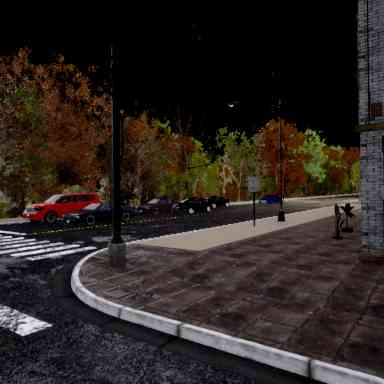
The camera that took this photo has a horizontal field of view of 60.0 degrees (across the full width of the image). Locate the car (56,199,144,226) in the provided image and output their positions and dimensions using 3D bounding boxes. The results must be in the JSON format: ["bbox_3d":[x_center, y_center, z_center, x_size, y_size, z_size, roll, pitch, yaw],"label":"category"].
[{"bbox_3d":[-6.104,1.402,22.711,2.033,1.411,5.357,-1,0,36],"label":"car"}]

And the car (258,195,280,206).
[{"bbox_3d":[10.733,1.089,45.547,1.812,1.442,4.674,-1,0,37],"label":"car"}]

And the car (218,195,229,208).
[{"bbox_3d":[2.745,1.203,40.224,1.837,1.490,4.892,-1,1,37],"label":"car"}]

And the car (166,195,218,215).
[{"bbox_3d":[0.059,1.254,31.100,1.837,1.490,4.892,-1,0,36],"label":"car"}]

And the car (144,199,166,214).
[{"bbox_3d":[-3.069,1.348,32.323,2.033,1.411,5.357,-1,0,37],"label":"car"}]

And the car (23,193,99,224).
[{"bbox_3d":[-9.146,1.127,24.066,2.150,2.045,5.566,-1,0,36],"label":"car"}]
